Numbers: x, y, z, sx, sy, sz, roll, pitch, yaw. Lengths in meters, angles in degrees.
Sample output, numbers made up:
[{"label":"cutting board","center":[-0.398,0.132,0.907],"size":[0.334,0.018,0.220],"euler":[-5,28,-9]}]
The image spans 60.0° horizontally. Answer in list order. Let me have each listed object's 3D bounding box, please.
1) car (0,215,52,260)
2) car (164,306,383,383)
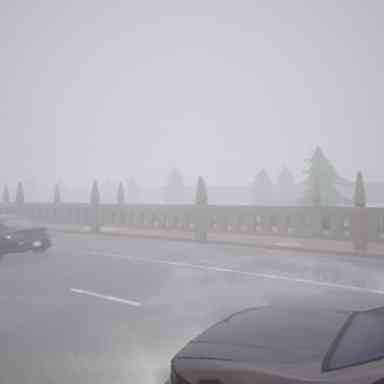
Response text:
[{"label":"car","center":[-7.163,1.558,12.206],"size":[4.674,1.442,1.812],"euler":[0,0,30]},{"label":"car","center":[2.327,1.527,2.230],"size":[5.357,1.411,2.033],"euler":[0,0,35]}]
